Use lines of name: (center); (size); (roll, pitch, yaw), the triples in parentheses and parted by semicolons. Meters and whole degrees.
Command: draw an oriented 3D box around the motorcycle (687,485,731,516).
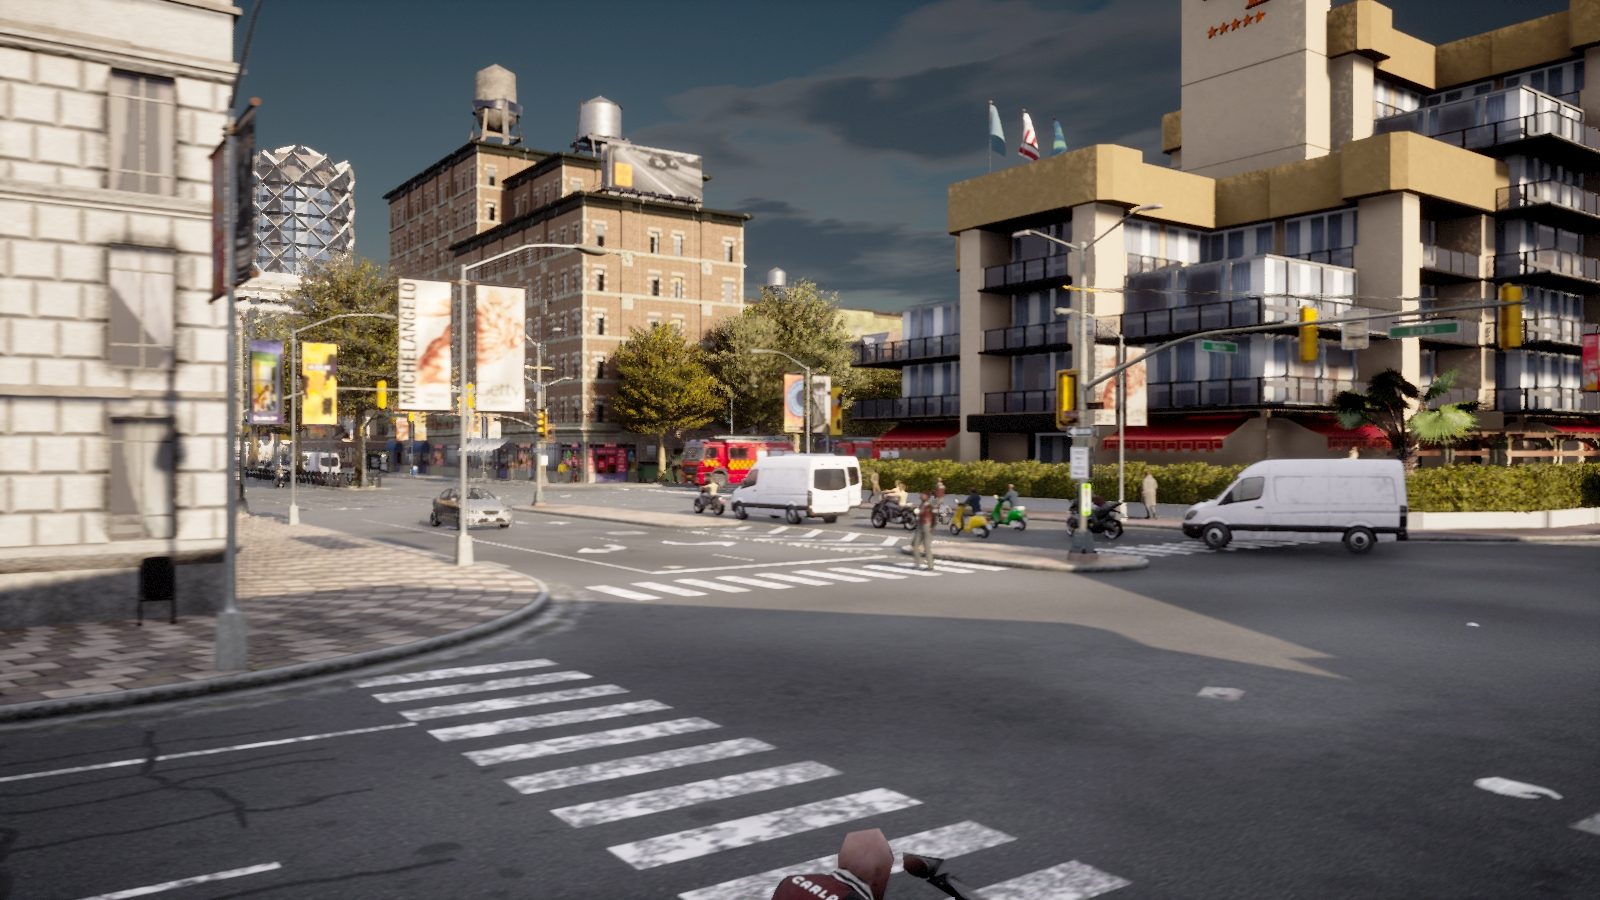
motorcycle: (-3.949, 2.172, 49.605); (0.764, 1.277, 2.356); (0, 0, -36)

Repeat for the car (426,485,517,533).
car: (-11.763, 2.067, 40.795); (1.816, 1.474, 4.193); (0, 0, -36)

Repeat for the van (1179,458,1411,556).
van: (14.004, 1.537, 32.553); (5.915, 2.561, 1.988); (0, 0, 25)

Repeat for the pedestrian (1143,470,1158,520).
pedestrian: (13.296, 1.699, 43.352); (0.375, 1.860, 0.375); (0, 0, -21)

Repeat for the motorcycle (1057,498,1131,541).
motorcycle: (9.398, 2.207, 36.613); (0.867, 1.251, 2.209); (0, 0, -38)

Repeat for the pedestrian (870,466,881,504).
pedestrian: (3.702, 1.701, 56.167); (0.375, 1.860, 0.375); (0, 0, -43)

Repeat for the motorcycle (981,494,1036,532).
motorcycle: (7.296, 2.184, 40.031); (0.856, 1.236, 1.805); (0, 0, -36)

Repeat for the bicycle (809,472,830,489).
bicycle: (1.392, 2.214, 81.899); (0.329, 1.171, 1.835); (0, 0, 43)

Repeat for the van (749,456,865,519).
van: (0.202, 1.536, 49.884); (1.988, 2.561, 5.915); (0, 0, -36)

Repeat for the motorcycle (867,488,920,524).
motorcycle: (3.641, 2.172, 44.767); (0.764, 1.277, 2.356); (0, 0, -34)

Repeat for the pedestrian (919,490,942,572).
pedestrian: (3.003, 1.850, 26.333); (0.375, 1.860, 0.375); (0, 0, -37)

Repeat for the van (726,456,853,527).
van: (-0.519, 1.536, 44.853); (1.988, 2.561, 5.915); (0, 0, -35)

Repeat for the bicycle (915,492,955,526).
bicycle: (5.080, 2.212, 43.153); (0.329, 1.171, 1.835); (0, 0, -36)

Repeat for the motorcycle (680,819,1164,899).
motorcycle: (0.181, 2.205, 3.904); (2.209, 1.251, 0.867); (0, 0, -35)
